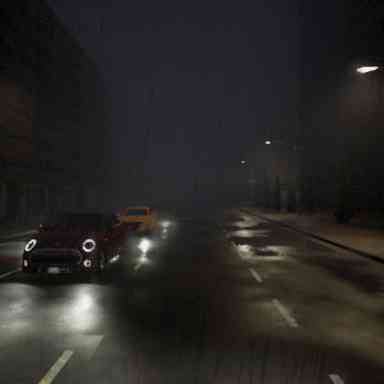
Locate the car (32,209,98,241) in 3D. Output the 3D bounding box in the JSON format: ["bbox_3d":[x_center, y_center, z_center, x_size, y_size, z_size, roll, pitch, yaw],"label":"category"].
[{"bbox_3d":[-6.876,1.733,18.500,1.994,1.385,4.181,0,-1,1],"label":"car"}]

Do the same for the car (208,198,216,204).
[{"bbox_3d":[5.551,2.382,88.920,1.837,1.490,4.892,0,-1,1],"label":"car"}]

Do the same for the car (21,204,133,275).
[{"bbox_3d":[-3.514,1.444,10.788,2.097,1.767,4.553,0,-1,1],"label":"car"}]

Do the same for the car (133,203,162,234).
[{"bbox_3d":[-3.313,1.671,20.784,1.882,1.535,5.008,0,-1,2],"label":"car"}]

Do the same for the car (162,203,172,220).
[{"bbox_3d":[-3.030,1.777,31.261,1.882,1.535,5.008,0,0,2],"label":"car"}]

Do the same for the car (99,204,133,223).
[{"bbox_3d":[-6.588,1.804,29.345,1.812,1.442,4.674,0,-1,2],"label":"car"}]
